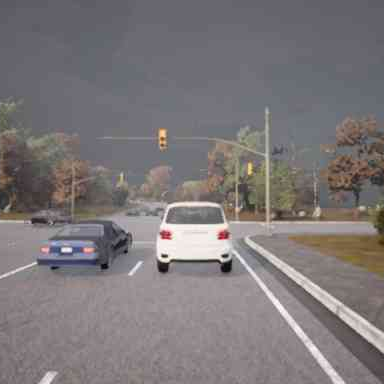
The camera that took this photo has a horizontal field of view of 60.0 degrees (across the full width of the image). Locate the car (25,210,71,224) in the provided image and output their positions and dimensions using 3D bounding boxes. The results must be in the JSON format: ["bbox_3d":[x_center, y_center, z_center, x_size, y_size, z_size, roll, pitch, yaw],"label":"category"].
[{"bbox_3d":[-13.466,2.453,31.082,4.902,1.511,2.128,-1,-3,27],"label":"car"}]

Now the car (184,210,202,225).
[{"bbox_3d":[0.107,2.679,35.427,1.837,1.490,4.892,0,-3,0],"label":"car"}]

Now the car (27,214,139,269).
[{"bbox_3d":[-3.413,1.698,11.588,2.033,1.411,5.357,0,-2,0],"label":"car"}]

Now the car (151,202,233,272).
[{"bbox_3d":[0.086,1.365,11.360,2.150,2.045,5.566,0,-2,0],"label":"car"}]

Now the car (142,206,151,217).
[{"bbox_3d":[-7.027,3.607,58.683,2.033,1.411,5.357,0,-1,1],"label":"car"}]

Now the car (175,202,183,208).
[{"bbox_3d":[-3.568,3.478,89.615,1.882,1.535,5.008,0,0,-3],"label":"car"}]

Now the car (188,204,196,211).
[{"bbox_3d":[0.023,3.668,79.550,1.837,1.490,4.892,0,0,0],"label":"car"}]

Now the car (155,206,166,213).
[{"bbox_3d":[-6.978,3.775,73.869,1.895,1.301,4.718,0,0,0],"label":"car"}]

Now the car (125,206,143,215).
[{"bbox_3d":[-10.529,3.627,58.887,1.994,1.385,4.181,0,-1,1],"label":"car"}]

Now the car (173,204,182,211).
[{"bbox_3d":[-3.477,3.720,79.550,1.994,1.385,4.181,0,0,0],"label":"car"}]
